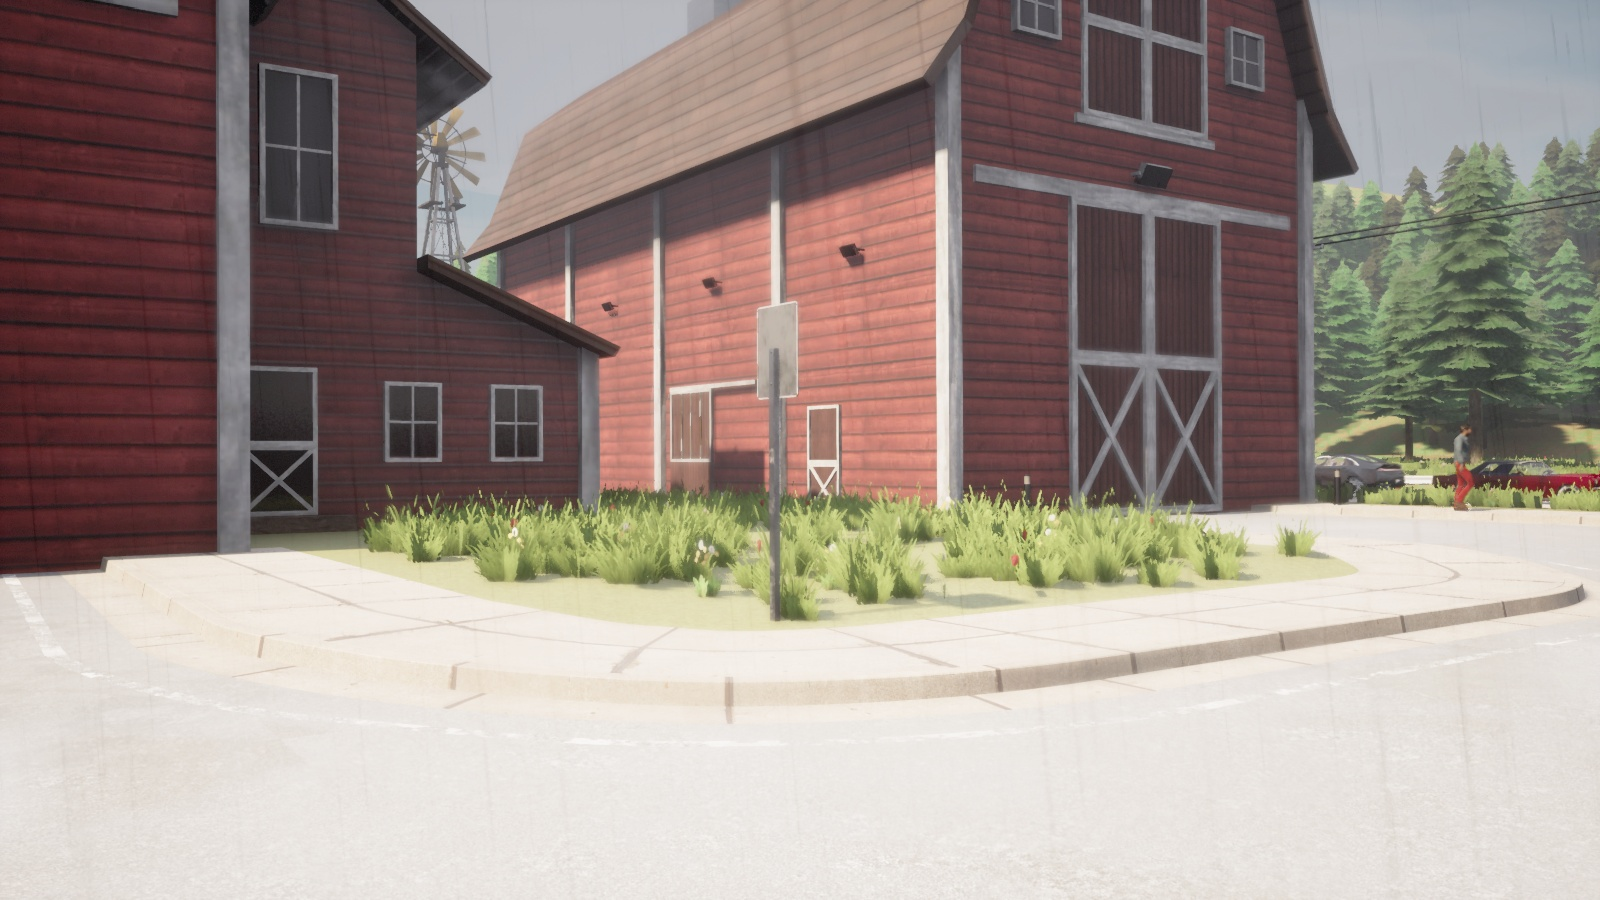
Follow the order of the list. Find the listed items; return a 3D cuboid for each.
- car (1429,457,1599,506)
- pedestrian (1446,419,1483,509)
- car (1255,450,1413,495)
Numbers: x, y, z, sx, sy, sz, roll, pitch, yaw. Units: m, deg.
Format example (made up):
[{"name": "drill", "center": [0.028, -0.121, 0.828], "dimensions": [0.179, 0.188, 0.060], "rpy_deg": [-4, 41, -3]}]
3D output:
[{"name": "car", "center": [20.995, 0.865, 36.269], "dimensions": [1.895, 1.301, 4.718], "rpy_deg": [0, 0, -34]}, {"name": "pedestrian", "center": [13.901, 0.294, 26.276], "dimensions": [0.614, 1.847, 0.353], "rpy_deg": [-1, 0, 36]}, {"name": "car", "center": [19.175, 0.780, 45.309], "dimensions": [2.128, 1.511, 4.902], "rpy_deg": [0, 0, -34]}]
